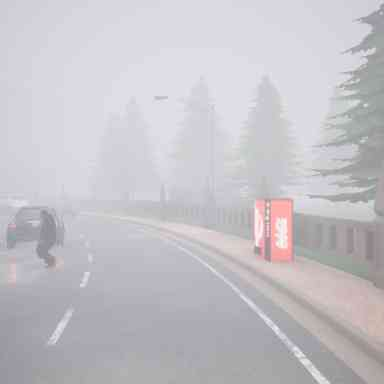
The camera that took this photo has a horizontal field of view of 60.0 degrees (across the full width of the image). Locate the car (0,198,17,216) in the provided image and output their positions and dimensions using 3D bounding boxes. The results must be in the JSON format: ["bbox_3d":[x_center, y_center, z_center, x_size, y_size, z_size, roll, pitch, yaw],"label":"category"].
[{"bbox_3d":[-17.314,1.526,29.395,4.674,1.442,1.812,0,0,42],"label":"car"}]

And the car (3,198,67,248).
[{"bbox_3d":[-6.999,1.351,15.224,2.097,1.767,4.553,0,0,-22],"label":"car"}]

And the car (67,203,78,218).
[{"bbox_3d":[-11.712,1.601,28.915,1.895,1.301,4.718,0,0,-42],"label":"car"}]

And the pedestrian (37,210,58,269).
[{"bbox_3d":[-4.164,1.294,9.593,0.375,1.860,0.375,0,0,-14],"label":"pedestrian"}]

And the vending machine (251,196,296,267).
[{"bbox_3d":[2.573,1.195,10.562,1.100,2.100,0.880,0,0,-14],"label":"vending machine"}]

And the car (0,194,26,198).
[{"bbox_3d":[-20.246,1.221,36.576,5.566,2.045,2.150,0,0,35],"label":"car"}]
